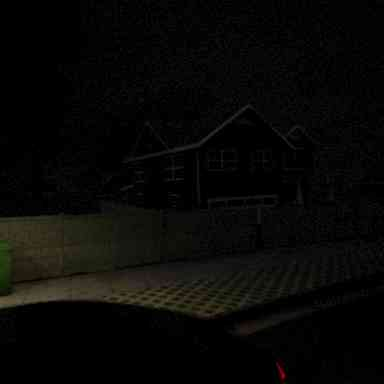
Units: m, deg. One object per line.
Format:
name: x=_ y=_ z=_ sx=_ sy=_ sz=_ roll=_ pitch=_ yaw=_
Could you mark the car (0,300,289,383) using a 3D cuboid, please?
car: x=-1.239 y=1.560 z=2.084 sx=4.181 sy=1.385 sz=1.994 roll=0 pitch=0 yaw=-35
